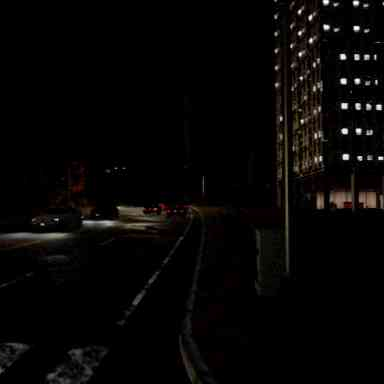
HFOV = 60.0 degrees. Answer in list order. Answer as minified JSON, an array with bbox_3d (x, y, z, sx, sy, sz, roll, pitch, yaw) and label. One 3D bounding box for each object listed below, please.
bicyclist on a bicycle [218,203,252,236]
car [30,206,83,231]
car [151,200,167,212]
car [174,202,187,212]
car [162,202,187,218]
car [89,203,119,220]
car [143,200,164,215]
[{"bbox_3d":[2.097,1.346,16.168,1.656,1.620,0.582,0,-2,3],"label":"bicyclist on a bicycle"},{"bbox_3d":[-8.602,1.652,21.639,1.812,1.442,4.674,0,-1,2],"label":"car"},{"bbox_3d":[-5.059,2.083,51.845,2.097,1.767,4.553,0,-1,-1],"label":"car"},{"bbox_3d":[-1.778,2.322,53.070,2.033,1.411,5.357,0,-1,-1],"label":"car"},{"bbox_3d":[-1.594,1.947,34.559,2.033,1.411,5.357,0,-1,1],"label":"car"},{"bbox_3d":[-8.332,1.826,31.838,1.837,1.490,4.892,0,-1,1],"label":"car"},{"bbox_3d":[-4.874,2.067,41.237,2.033,1.411,5.357,0,-1,0],"label":"car"}]
